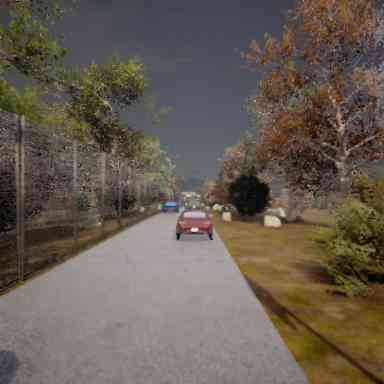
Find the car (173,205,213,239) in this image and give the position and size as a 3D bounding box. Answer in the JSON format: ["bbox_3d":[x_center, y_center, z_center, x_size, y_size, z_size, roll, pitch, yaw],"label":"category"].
[{"bbox_3d":[0.125,1.618,17.859,1.812,1.442,4.674,0,-1,0],"label":"car"}]

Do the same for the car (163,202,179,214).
[{"bbox_3d":[-2.679,1.972,43.047,1.882,1.535,5.008,0,-1,1],"label":"car"}]

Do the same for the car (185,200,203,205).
[{"bbox_3d":[0.252,1.776,39.916,2.097,1.767,4.553,0,-1,0],"label":"car"}]
